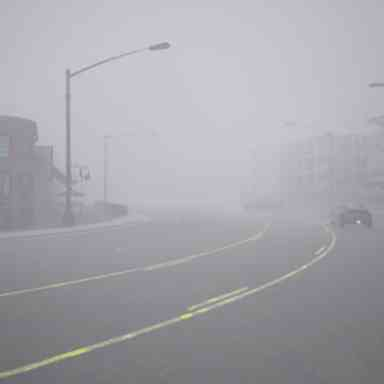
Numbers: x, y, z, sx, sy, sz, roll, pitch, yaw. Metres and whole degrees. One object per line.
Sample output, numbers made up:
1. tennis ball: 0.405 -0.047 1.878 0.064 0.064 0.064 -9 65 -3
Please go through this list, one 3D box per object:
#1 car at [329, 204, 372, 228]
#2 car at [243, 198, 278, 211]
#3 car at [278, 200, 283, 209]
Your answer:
1. car: 10.493 1.538 22.239 1.837 1.490 4.892 0 0 12
2. car: 8.220 1.626 42.140 2.128 1.511 4.902 0 0 -19
3. car: 10.576 1.628 45.948 2.128 1.511 4.902 0 0 -19
